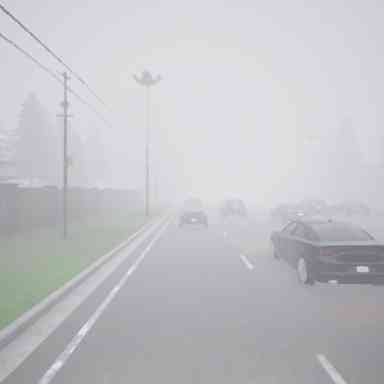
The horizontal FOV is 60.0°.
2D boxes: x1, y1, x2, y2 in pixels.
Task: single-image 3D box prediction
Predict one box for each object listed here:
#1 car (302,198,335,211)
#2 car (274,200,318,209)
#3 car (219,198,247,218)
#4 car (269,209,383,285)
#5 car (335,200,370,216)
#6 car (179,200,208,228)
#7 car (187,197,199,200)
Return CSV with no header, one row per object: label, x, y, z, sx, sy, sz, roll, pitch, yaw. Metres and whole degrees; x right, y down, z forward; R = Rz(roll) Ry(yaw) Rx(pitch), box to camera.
car,10.610,1.357,29.839,2.097,1.767,4.553,0,0,0
car,7.108,1.552,24.500,2.033,1.411,5.357,0,0,0
car,3.610,1.357,29.842,2.097,1.767,4.553,0,0,0
car,3.603,1.479,9.494,1.882,1.535,5.008,0,0,0
car,14.110,1.496,30.071,2.128,1.511,4.902,0,0,0
car,0.107,1.530,22.345,1.812,1.442,4.674,0,0,0
car,0.113,1.360,40.972,2.097,1.767,4.553,0,0,0
